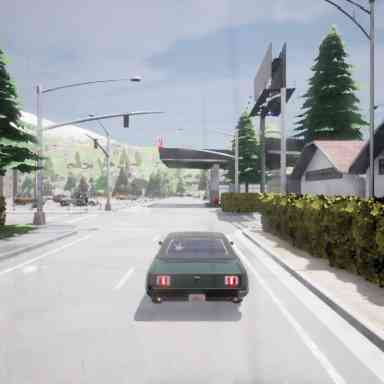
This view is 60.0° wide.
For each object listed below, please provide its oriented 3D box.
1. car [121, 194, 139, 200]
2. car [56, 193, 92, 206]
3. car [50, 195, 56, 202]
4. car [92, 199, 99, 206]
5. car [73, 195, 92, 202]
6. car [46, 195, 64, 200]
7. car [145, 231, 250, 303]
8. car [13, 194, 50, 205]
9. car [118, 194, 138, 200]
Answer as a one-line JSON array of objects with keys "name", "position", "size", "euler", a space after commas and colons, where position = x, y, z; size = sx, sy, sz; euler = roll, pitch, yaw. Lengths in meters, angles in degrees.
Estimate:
[{"name": "car", "position": [-16.449, 1.339, 88.040], "size": [4.514, 1.523, 2.007], "euler": [0, 0, 0]}, {"name": "car", "position": [-16.743, 1.077, 47.319], "size": [3.866, 1.878, 1.905], "euler": [0, 0, 0]}, {"name": "car", "position": [-23.982, 1.298, 63.025], "size": [4.514, 1.523, 2.007], "euler": [0, 0, 0]}, {"name": "car", "position": [-16.149, 1.361, 50.647], "size": [3.806, 1.475, 1.970], "euler": [0, 0, 0]}, {"name": "car", "position": [-23.992, 1.319, 73.018], "size": [3.633, 1.501, 1.845], "euler": [0, 0, 0]}, {"name": "car", "position": [-35.046, 1.384, 84.953], "size": [3.806, 1.475, 1.970], "euler": [0, 0, 0]}, {"name": "car", "position": [0.100, 1.601, 8.130], "size": [1.895, 1.301, 4.718], "euler": [0, 0, 0]}, {"name": "car", "position": [-24.628, 1.097, 50.565], "size": [4.605, 1.855, 1.932], "euler": [0, 0, 0]}, {"name": "car", "position": [-16.380, 1.330, 84.904], "size": [5.027, 1.636, 2.152], "euler": [0, 0, 0]}]
